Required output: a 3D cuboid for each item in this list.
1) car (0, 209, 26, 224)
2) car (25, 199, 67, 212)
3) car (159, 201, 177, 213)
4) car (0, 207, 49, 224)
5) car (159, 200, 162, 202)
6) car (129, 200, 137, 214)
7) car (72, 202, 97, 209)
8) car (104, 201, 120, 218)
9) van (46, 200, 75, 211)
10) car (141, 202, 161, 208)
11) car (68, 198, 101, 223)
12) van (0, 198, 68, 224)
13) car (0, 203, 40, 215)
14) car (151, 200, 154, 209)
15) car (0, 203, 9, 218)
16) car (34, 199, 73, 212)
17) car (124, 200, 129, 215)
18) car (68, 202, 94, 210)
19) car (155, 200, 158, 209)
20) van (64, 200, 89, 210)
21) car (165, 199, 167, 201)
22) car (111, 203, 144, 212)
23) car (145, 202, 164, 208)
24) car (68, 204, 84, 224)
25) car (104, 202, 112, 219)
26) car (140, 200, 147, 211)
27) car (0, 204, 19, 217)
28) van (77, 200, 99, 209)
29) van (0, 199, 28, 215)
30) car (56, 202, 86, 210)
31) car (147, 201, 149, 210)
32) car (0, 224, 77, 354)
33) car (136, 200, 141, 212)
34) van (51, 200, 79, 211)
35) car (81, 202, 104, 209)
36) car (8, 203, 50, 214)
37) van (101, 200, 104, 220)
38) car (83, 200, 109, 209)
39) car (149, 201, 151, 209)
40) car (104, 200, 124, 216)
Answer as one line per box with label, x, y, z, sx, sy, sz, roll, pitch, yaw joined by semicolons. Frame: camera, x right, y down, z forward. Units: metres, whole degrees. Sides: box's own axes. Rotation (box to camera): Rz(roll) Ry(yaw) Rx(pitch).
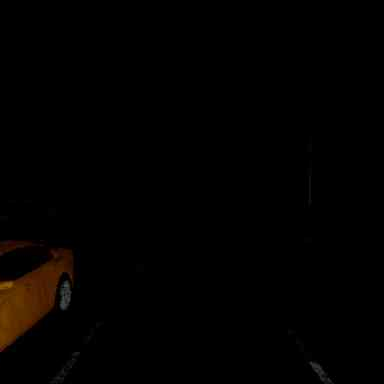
car;-10.291;1.653;14.473;4.792;1.488;2.163;0;-1;0
car;-23.354;2.206;53.415;5.566;2.045;2.435;0;-1;0
car;-3.359;2.422;49.601;1.994;1.385;4.181;0;-2;0
car;-10.322;1.690;17.250;4.674;1.452;2.002;0;-1;0
car;-10.107;3.056;75.381;5.366;1.575;1.946;0;-2;0
car;-10.122;2.168;42.210;5.366;1.575;1.946;0;-1;0
car;-23.402;3.001;72.658;4.792;1.488;2.163;0;-2;0
car;-10.306;1.957;33.884;5.008;1.535;2.097;0;-1;0
van;-23.263;2.374;58.952;4.442;1.987;1.878;0;-1;0
car;-10.294;3.347;83.825;4.892;1.521;2.231;0;-2;0
car;-10.344;1.493;25.565;5.566;2.045;2.435;0;-1;0
van;-10.202;1.450;20.028;4.442;1.987;1.878;0;-1;0
car;-23.389;2.282;44.974;4.674;1.452;2.002;0;-1;0
car;-10.327;2.769;64.412;4.792;1.488;2.163;0;-1;0
car;-23.385;2.032;36.792;5.008;1.535;2.097;0;-1;0
car;-23.353;2.277;56.184;5.566;2.045;2.435;0;-1;0
car;-10.278;1.974;39.438;4.553;1.767;2.185;0;-1;0
car;-23.404;2.921;70.020;4.792;1.488;2.163;0;-2;0
car;-10.289;2.891;69.963;4.892;1.521;2.231;0;-2;0
van;-23.268;2.590;67.276;4.442;1.987;1.878;0;-2;0
car;-10.314;3.285;89.383;5.566;2.045;2.435;0;-2;0
car;-10.273;2.484;53.310;4.792;1.488;2.163;0;-1;0
car;-10.290;3.632;92.149;5.008;1.535;2.097;0;-2;0
car;-10.346;1.732;22.808;4.792;1.488;2.163;0;-1;0
car;-10.316;1.926;31.108;4.674;1.452;2.002;0;-1;0
car;-10.118;2.381;50.536;5.366;1.575;1.946;0;-1;0
car;-23.387;2.143;39.561;4.674;1.452;2.002;0;-1;0
van;-23.489;2.835;75.436;4.442;1.987;1.878;0;-2;0
van;-23.504;1.945;42.211;4.442;1.987;1.878;0;-1;0
car;-23.382;2.741;64.485;5.008;1.535;2.097;0;-1;0
car;-10.272;2.556;56.086;4.792;1.488;2.163;0;-1;0
car;-3.351;1.522;4.913;1.882;1.535;5.008;0;-1;0
car;-10.312;2.314;47.761;4.892;1.521;2.231;0;-1;0
van;-23.495;2.445;61.722;4.442;1.987;1.878;0;-1;0
car;-23.342;3.187;78.320;4.792;1.488;2.163;0;-2;0
car;-23.379;2.316;47.869;5.008;1.535;2.097;0;-1;0
van;-10.198;1.589;28.339;4.442;1.987;1.878;0;-1;0
car;-23.398;3.001;81.097;5.566;2.045;2.435;0;-2;0
car;-10.271;2.627;58.861;4.792;1.488;2.163;0;-1;0
car;-10.279;1.903;36.663;4.553;1.767;2.185;0;-1;0
